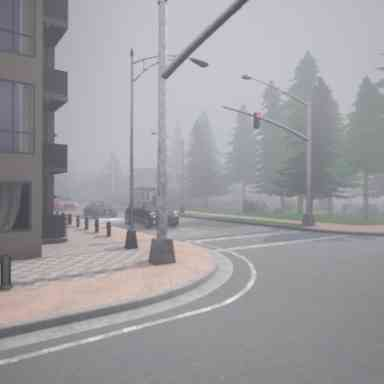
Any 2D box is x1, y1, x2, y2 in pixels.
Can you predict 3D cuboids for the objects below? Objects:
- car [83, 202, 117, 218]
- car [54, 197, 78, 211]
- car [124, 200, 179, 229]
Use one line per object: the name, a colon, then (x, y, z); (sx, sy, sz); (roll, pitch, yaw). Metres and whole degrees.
car: (-8.412, 1.595, 30.306); (1.994, 1.385, 4.181); (0, 0, -35)
car: (-15.560, 1.383, 40.703); (2.097, 1.767, 4.553); (0, 0, -34)
car: (-2.748, 1.382, 22.127); (2.097, 1.767, 4.553); (0, 0, -35)
